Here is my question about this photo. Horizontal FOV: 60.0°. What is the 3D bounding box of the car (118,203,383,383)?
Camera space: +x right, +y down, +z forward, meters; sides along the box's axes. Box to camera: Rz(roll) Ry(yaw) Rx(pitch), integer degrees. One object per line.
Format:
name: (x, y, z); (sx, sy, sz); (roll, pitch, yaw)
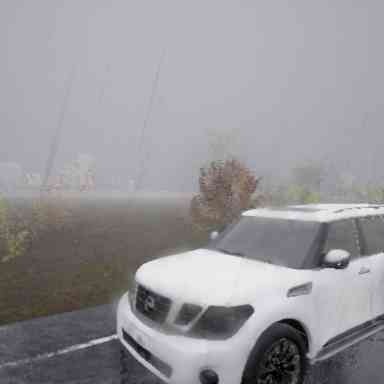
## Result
car: (1.701, 1.234, 5.200); (5.566, 2.045, 2.150); (0, 0, -35)
